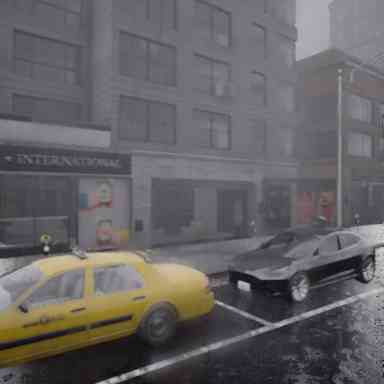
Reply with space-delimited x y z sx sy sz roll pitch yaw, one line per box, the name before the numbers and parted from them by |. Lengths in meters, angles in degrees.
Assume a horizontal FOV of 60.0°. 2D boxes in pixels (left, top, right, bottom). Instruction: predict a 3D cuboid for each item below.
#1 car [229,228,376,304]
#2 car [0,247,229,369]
car | 2.867 1.601 8.224 4.313 1.339 1.947 0 0 -35
car | -1.901 1.532 4.831 4.829 1.417 1.752 0 0 -35
